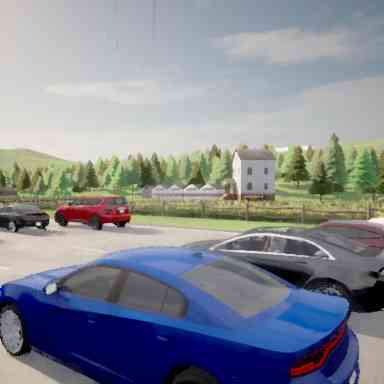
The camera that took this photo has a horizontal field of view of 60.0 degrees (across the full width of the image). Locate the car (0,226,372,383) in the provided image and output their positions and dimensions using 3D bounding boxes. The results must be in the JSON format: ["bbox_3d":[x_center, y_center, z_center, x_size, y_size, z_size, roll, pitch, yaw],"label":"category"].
[{"bbox_3d":[-0.611,1.477,4.369,5.008,1.535,1.882,0,0,35],"label":"car"}]

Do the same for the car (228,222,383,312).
[{"bbox_3d":[1.640,1.490,7.068,4.902,1.511,2.128,0,0,35],"label":"car"}]

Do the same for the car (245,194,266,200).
[{"bbox_3d":[13.889,1.204,72.857,4.605,1.855,1.932,0,0,35],"label":"car"}]

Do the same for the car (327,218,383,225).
[{"bbox_3d":[4.189,1.526,9.560,4.674,1.442,1.812,0,0,35],"label":"car"}]

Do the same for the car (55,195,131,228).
[{"bbox_3d":[-6.330,1.219,21.121,5.566,2.045,2.150,0,0,35],"label":"car"}]

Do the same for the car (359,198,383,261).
[{"bbox_3d":[8.660,1.214,10.716,5.566,2.045,2.150,-1,-1,35],"label":"car"}]

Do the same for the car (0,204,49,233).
[{"bbox_3d":[-10.453,1.500,19.720,4.892,1.490,1.837,0,0,35],"label":"car"}]
